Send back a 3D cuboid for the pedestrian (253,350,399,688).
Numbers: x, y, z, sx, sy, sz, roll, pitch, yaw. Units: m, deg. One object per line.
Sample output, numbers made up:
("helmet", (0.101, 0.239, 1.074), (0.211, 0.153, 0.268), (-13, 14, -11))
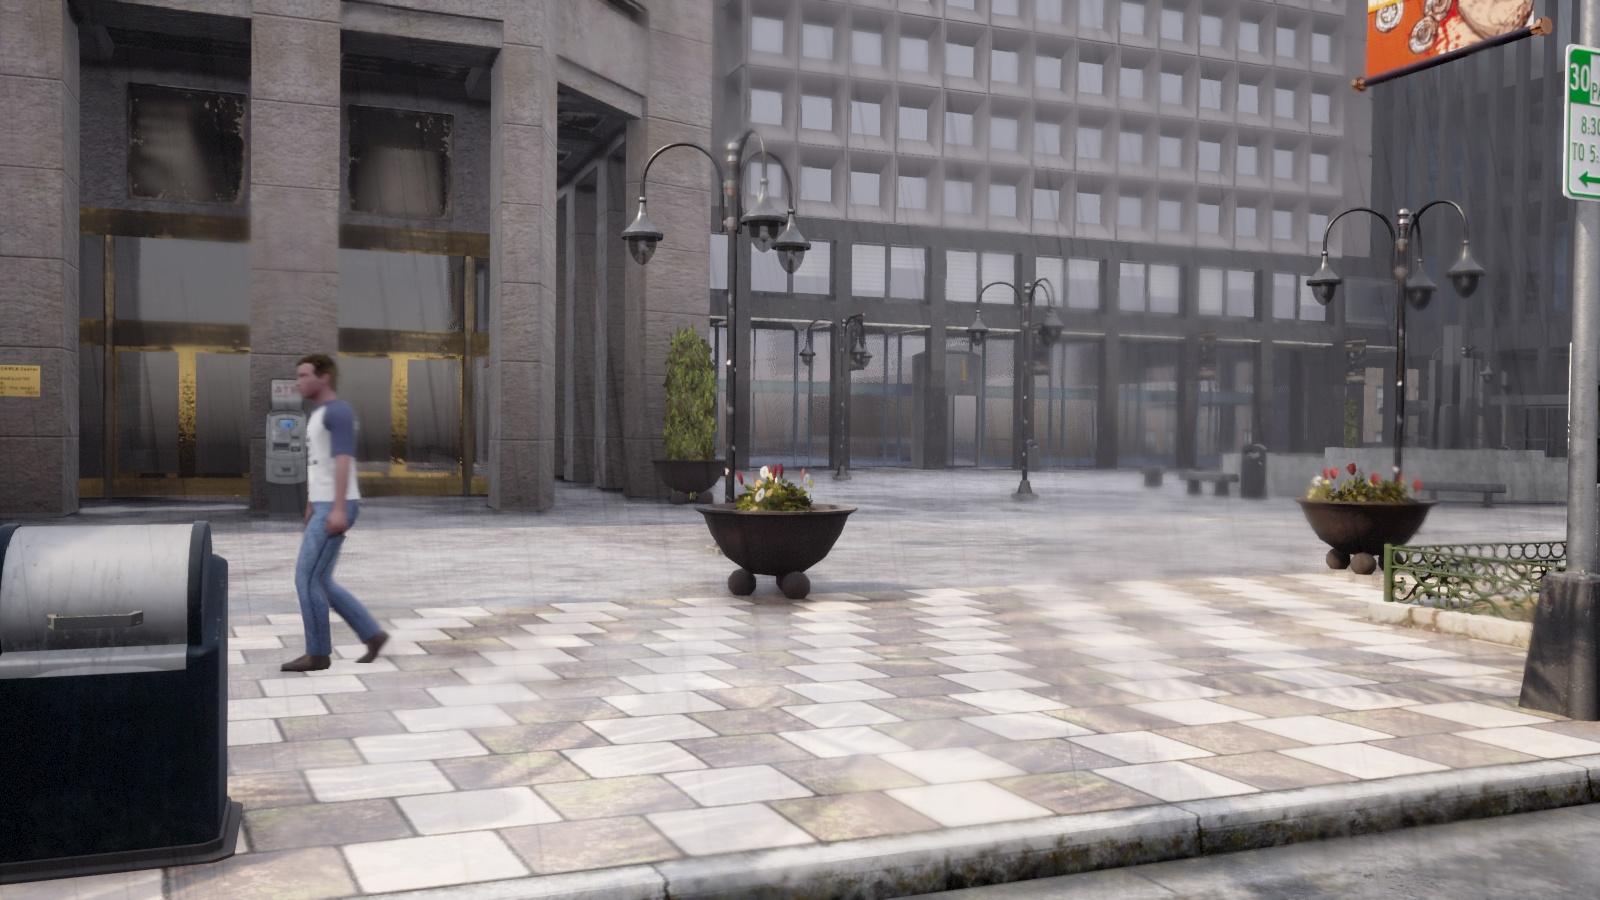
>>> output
("pedestrian", (-2.688, 0.368, 7.126), (0.706, 1.836, 0.354), (-1, 1, -29))
